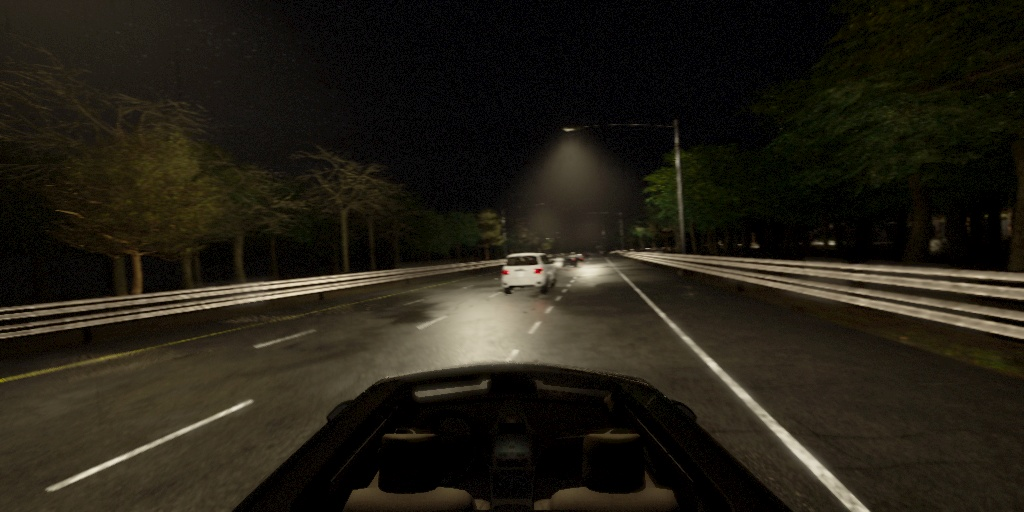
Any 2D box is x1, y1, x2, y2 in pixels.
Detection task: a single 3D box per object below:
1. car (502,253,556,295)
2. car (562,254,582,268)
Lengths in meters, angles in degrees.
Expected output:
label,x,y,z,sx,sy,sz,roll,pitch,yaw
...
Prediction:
label,x,y,z,sx,sy,sz,roll,pitch,yaw
car,1.052,0.869,19.351,2.150,2.045,5.566,-3,0,13
car,7.567,0.692,46.600,2.128,1.511,4.902,-3,0,13
